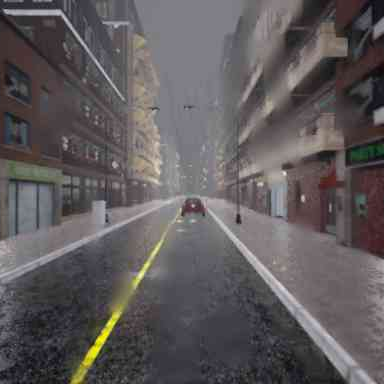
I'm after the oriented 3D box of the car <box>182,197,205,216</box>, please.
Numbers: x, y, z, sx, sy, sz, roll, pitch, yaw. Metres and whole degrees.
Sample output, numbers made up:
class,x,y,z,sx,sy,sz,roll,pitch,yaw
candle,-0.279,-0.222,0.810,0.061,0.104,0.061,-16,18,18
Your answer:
class,x,y,z,sx,sy,sz,roll,pitch,yaw
car,0.111,1.290,31.998,2.097,1.767,4.553,0,0,0
